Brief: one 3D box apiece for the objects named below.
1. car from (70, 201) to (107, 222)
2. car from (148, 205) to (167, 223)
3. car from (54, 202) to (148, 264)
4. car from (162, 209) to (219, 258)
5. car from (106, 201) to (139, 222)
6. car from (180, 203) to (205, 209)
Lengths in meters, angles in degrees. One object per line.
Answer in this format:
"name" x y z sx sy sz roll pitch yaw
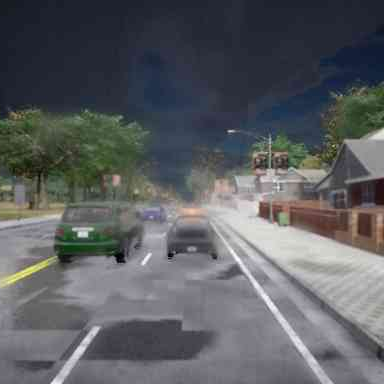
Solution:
"car" -9.771 1.760 31.721 2.097 1.767 4.553 0 -1 0
"car" -3.227 1.894 28.928 1.812 1.442 4.674 0 -1 0
"car" -3.238 1.378 12.606 2.150 2.045 5.566 0 0 0
"car" 0.022 1.672 13.519 1.837 1.490 4.892 0 0 0
"car" -6.521 1.760 31.722 2.097 1.767 4.553 0 -1 0
"car" 0.025 1.713 28.500 2.097 1.767 4.553 0 -1 0
